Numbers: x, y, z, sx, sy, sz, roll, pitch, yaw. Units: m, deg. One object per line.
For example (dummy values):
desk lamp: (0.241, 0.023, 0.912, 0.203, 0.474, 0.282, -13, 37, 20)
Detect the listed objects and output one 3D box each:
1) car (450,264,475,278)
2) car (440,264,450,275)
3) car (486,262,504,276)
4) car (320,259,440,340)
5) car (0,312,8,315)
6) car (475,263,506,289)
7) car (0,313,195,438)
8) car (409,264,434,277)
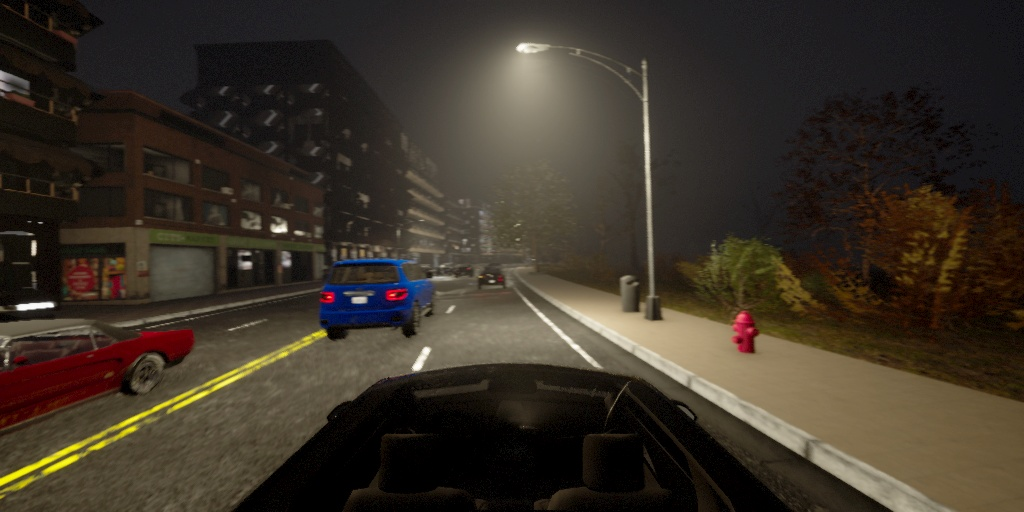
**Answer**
car: (-5.178, 1.609, 39.868, 2.128, 1.511, 4.902, -2, 0, -1)
car: (-8.637, 1.754, 46.979, 2.128, 1.511, 4.902, -2, 0, 0)
car: (-1.989, 1.532, 43.173, 1.882, 1.535, 5.008, -2, 0, 0)
car: (-3.692, 1.114, 10.822, 2.150, 2.045, 5.566, -2, 0, -5)
car: (-9.825, 1.504, 4.974, 1.882, 1.535, 5.008, -2, 0, -5)
car: (-1.385, 1.438, 24.849, 1.812, 1.442, 4.674, -2, 0, -3)
car: (-6.489, 1.535, 4.201, 1.895, 1.301, 4.718, -1, 0, -6)
car: (-11.886, 1.846, 47.459, 2.128, 1.511, 4.902, -2, 0, 0)
